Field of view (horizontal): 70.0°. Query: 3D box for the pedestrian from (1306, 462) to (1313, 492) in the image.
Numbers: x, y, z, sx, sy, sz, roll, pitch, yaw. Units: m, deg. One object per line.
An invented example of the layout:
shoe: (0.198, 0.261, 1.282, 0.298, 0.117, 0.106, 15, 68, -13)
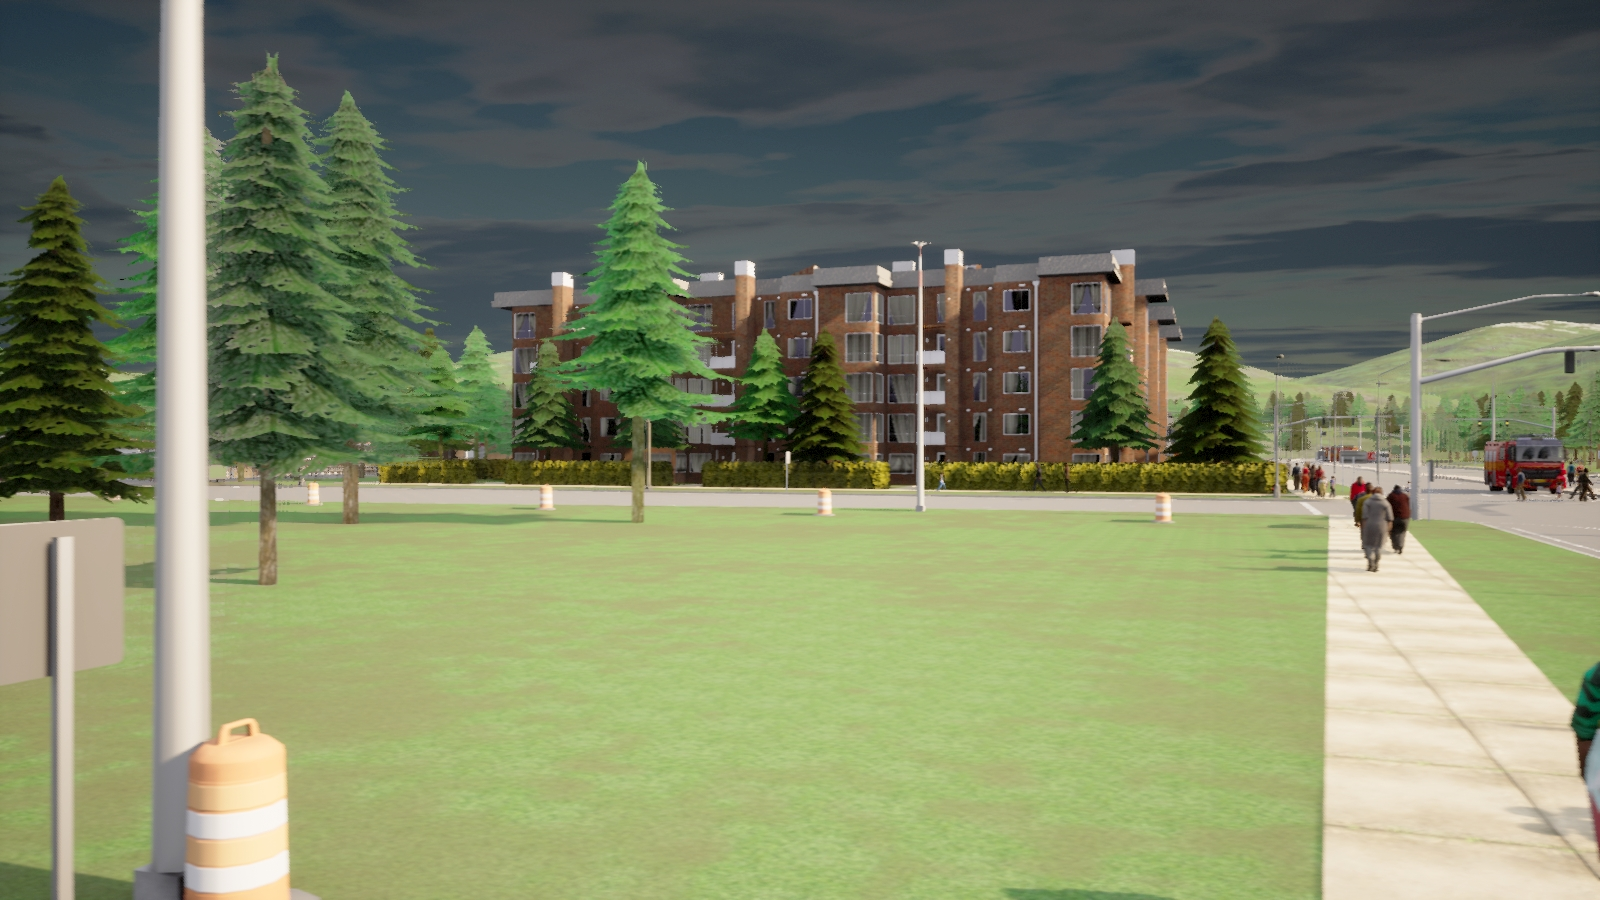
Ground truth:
pedestrian: (31.949, 1.695, 71.687, 0.375, 1.860, 0.375, 0, 0, 21)

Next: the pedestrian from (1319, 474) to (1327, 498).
pedestrian: (28.861, 1.975, 63.052, 0.375, 1.300, 0.375, 0, 0, 22)

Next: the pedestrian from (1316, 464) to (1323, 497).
pedestrian: (29.056, 1.695, 63.912, 0.375, 1.860, 0.375, 0, 0, 21)

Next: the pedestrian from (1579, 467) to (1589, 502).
pedestrian: (42.217, 1.848, 61.512, 0.375, 1.860, 0.375, 0, 0, 18)

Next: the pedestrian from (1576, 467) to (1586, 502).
pedestrian: (42.470, 1.872, 62.108, 0.375, 1.860, 0.375, 0, 0, 22)

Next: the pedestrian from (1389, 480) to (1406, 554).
pedestrian: (15.162, 1.696, 29.008, 0.375, 1.860, 0.375, 0, 0, 26)

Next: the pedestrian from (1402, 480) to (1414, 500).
pedestrian: (34.066, 2.228, 64.029, 0.500, 1.100, 0.500, 0, 0, 18)

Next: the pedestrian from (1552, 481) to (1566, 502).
pedestrian: (41.064, 2.228, 61.848, 0.500, 1.100, 0.500, 0, 0, 14)

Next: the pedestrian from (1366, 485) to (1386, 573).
pedestrian: (12.407, 1.696, 24.616, 0.375, 1.860, 0.375, 0, 0, 26)

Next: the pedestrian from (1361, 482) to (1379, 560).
pedestrian: (13.707, 1.696, 27.498, 0.375, 1.860, 0.375, 0, 0, 25)

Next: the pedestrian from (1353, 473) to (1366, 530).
pedestrian: (18.522, 1.696, 37.838, 0.375, 1.860, 0.375, 0, 0, 24)

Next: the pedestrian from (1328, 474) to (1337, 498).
pedestrian: (29.141, 1.977, 62.505, 0.375, 1.300, 0.375, 0, 0, 12)

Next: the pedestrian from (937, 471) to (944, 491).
pedestrian: (9.062, 1.975, 73.461, 0.375, 1.300, 0.375, 0, 0, 21)

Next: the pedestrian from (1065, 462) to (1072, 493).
pedestrian: (16.638, 1.695, 70.731, 0.375, 1.860, 0.375, 0, 0, 22)

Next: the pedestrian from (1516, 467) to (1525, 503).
pedestrian: (38.531, 1.866, 61.074, 0.375, 1.860, 0.375, 0, 0, 26)

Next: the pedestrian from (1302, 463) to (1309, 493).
pedestrian: (30.679, 1.695, 69.369, 0.375, 1.860, 0.375, 0, 0, 23)

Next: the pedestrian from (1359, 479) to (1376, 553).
pedestrian: (14.613, 1.696, 29.443, 0.375, 1.860, 0.375, 0, 0, 24)

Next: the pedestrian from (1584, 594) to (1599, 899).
pedestrian: (4.261, 1.697, 5.820, 0.375, 1.860, 0.375, 0, 0, 23)

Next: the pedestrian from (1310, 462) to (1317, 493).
pedestrian: (31.631, 1.695, 70.412, 0.375, 1.860, 0.375, 0, 0, 28)

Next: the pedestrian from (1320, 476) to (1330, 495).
pedestrian: (30.848, 2.076, 67.153, 0.500, 1.100, 0.500, 0, 0, 20)

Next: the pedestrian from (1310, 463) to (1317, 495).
pedestrian: (30.130, 1.695, 67.009, 0.375, 1.860, 0.375, 0, 0, 27)

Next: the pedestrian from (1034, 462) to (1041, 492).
pedestrian: (14.866, 1.695, 71.388, 0.375, 1.860, 0.375, 0, 0, 21)
